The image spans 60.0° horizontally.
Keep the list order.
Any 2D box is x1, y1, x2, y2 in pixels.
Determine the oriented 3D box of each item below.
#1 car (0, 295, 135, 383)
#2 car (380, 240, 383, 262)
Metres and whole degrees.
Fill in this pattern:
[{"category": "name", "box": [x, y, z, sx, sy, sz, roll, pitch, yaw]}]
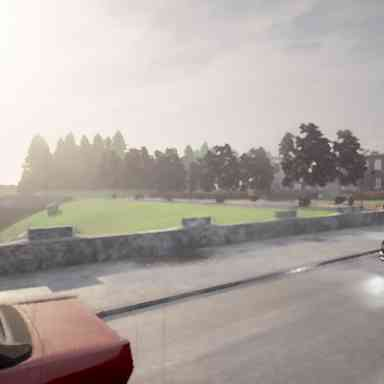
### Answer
[{"category": "car", "box": [-2.960, 1.613, 2.483, 4.718, 1.301, 1.895, -1, 0, -35]}, {"category": "car", "box": [7.507, 1.373, 9.926, 4.892, 1.490, 1.837, -1, 1, -35]}]
